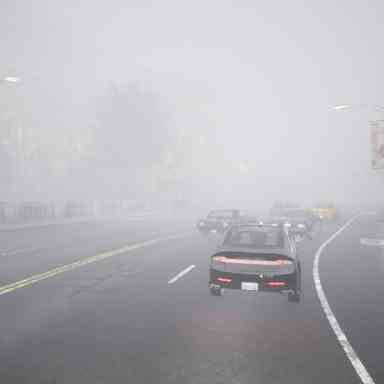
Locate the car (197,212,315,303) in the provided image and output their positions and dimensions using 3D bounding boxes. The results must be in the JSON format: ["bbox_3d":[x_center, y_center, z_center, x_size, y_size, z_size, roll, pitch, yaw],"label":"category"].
[{"bbox_3d":[1.691,1.492,8.355,2.128,1.511,4.902,0,0,15],"label":"car"}]

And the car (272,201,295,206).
[{"bbox_3d":[8.222,1.491,28.974,2.128,1.511,4.902,0,0,30],"label":"car"}]

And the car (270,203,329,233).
[{"bbox_3d":[5.551,1.547,17.309,2.033,1.411,5.357,0,0,29],"label":"car"}]

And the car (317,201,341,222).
[{"bbox_3d":[10.572,1.456,26.265,1.801,1.575,5.366,0,0,30],"label":"car"}]

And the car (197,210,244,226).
[{"bbox_3d":[2.082,1.601,18.061,1.895,1.301,4.718,0,0,27],"label":"car"}]
